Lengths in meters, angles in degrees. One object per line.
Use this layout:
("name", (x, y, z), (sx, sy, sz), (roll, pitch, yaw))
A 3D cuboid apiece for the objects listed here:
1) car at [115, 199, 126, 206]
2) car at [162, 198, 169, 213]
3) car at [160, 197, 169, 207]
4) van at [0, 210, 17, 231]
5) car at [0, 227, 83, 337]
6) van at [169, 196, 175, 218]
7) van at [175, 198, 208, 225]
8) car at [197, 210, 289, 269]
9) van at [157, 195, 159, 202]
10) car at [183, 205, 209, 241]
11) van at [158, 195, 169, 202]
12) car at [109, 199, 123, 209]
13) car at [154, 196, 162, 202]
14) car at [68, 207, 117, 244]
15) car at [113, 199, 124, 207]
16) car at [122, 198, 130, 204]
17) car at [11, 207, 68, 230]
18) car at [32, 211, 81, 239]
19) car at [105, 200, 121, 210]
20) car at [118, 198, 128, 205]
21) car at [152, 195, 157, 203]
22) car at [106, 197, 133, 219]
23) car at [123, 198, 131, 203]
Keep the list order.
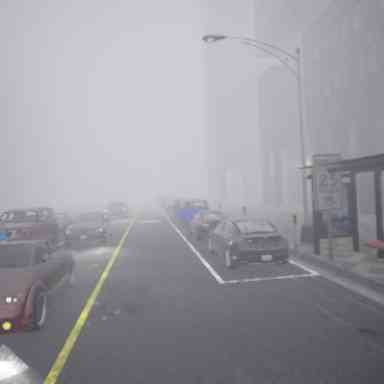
("car", (-15.227, 2.284, 71.457), (1.947, 1.339, 4.313), (-3, 0, -8))
("car", (-2.199, 1.680, 38.855), (1.802, 1.307, 4.206), (-3, 0, -8))
("car", (-2.964, 1.718, 44.481), (1.802, 1.307, 4.206), (-3, 0, -8))
("van", (-6.823, 1.653, 9.576), (1.690, 1.788, 3.998), (-3, 0, -8))
("car", (-3.758, 1.735, 6.846), (1.994, 1.385, 4.181), (-3, 0, -8))
("van", (-0.680, 1.365, 27.604), (1.690, 1.788, 3.998), (-3, 0, -8))
("van", (0.085, 1.330, 21.979), (1.690, 1.788, 3.998), (-3, 0, -8))
("car", (1.625, 1.471, 10.727), (2.008, 1.369, 4.403), (-3, 0, -8))
("van", (-4.505, 1.554, 55.733), (1.690, 1.788, 3.998), (-3, 0, -8))
("car", (0.861, 1.536, 16.353), (1.802, 1.307, 4.206), (-3, 0, -8))
("van", (-3.740, 1.516, 50.107), (1.690, 1.788, 3.998), (-3, 0, -8))
("car", (-13.703, 2.083, 60.205), (1.967, 1.590, 4.097), (-3, 0, -8))
("car", (-9.090, 1.884, 89.487), (1.967, 1.590, 4.097), (-3, 0, -8))
("car", (-5.139, 1.758, 17.013), (1.812, 1.442, 4.674), (-3, 0, -8))
("car", (-14.441, 2.205, 65.662), (1.752, 1.417, 4.829), (-3, 0, -8))
("car", (-17.523, 2.380, 88.333), (1.887, 1.381, 4.507), (-3, 0, -8))
("car", (-7.589, 1.661, 15.201), (2.192, 1.841, 5.009), (-3, 0, -8))
("car", (-8.342, 1.962, 20.827), (1.802, 1.307, 4.206), (-3, 0, -8))
("car", (-12.933, 2.155, 54.580), (2.008, 1.369, 4.403), (-3, 0, -8))
("car", (-15.971, 2.281, 76.913), (1.752, 1.417, 4.829), (-3, 0, -8))
("car", (-7.566, 1.680, 78.235), (2.192, 1.841, 5.009), (-3, 0, -8))
("car", (-7.216, 1.680, 32.427), (2.097, 1.767, 4.553), (-3, 0, -7))
("car", (-18.265, 2.418, 93.793), (1.752, 1.417, 4.829), (-3, 0, -8))
